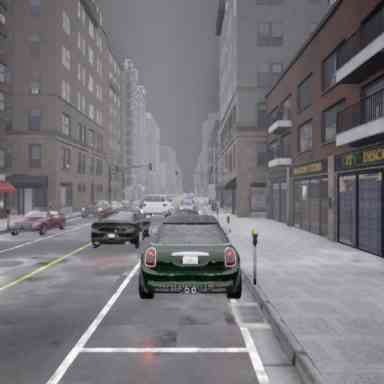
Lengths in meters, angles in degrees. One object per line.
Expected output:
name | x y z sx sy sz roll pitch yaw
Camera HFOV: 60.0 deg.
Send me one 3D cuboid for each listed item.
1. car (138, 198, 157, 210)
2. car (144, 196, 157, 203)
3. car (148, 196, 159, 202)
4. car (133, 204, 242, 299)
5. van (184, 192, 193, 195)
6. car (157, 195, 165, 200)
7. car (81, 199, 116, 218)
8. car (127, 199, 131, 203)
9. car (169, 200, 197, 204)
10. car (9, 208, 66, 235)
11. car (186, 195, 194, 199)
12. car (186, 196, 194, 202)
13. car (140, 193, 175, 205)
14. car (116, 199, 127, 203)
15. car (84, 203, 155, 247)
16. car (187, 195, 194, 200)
car | -5.776 1.526 43.832 1.812 1.442 4.674 0 0 0
car | -8.408 1.549 67.693 2.008 1.369 4.403 0 0 0
car | -8.408 1.542 73.374 1.887 1.381 4.507 0 0 0
car | -0.033 1.352 8.620 2.097 1.767 4.553 0 0 0
van | -0.383 1.339 67.702 1.690 1.788 3.998 0 0 0
car | -8.408 1.518 90.251 1.752 1.417 4.829 0 0 0
car | -8.408 1.440 29.575 1.967 1.590 4.097 0 0 0
car | -8.408 1.551 40.611 2.008 1.369 4.403 0 0 0
car | -0.383 1.551 24.063 2.008 1.369 4.403 0 0 0
car | -8.408 1.582 18.538 1.802 1.307 4.206 0 0 0
car | -0.383 1.440 35.101 1.967 1.590 4.097 0 0 0
car | -0.383 1.579 79.064 1.802 1.307 4.206 0 0 0
car | -3.020 1.216 29.497 2.150 2.045 5.566 0 0 0
car | -8.408 1.525 34.923 1.752 1.417 4.829 0 0 0
car | -3.014 1.478 14.958 1.882 1.535 5.008 0 0 0
car | -0.383 1.575 90.427 1.802 1.307 4.206 0 0 0
